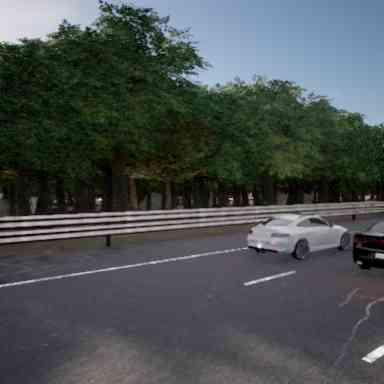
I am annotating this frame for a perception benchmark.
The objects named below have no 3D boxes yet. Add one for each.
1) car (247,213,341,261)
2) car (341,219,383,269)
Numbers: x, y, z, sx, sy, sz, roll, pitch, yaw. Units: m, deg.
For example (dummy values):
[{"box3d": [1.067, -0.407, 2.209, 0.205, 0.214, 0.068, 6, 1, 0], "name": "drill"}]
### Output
[{"box3d": [4.028, 1.516, 12.311, 4.674, 1.442, 1.812, 0, 0, -38], "name": "car"}, {"box3d": [6.747, 1.473, 9.996, 5.008, 1.535, 1.882, 0, 0, -38], "name": "car"}]
